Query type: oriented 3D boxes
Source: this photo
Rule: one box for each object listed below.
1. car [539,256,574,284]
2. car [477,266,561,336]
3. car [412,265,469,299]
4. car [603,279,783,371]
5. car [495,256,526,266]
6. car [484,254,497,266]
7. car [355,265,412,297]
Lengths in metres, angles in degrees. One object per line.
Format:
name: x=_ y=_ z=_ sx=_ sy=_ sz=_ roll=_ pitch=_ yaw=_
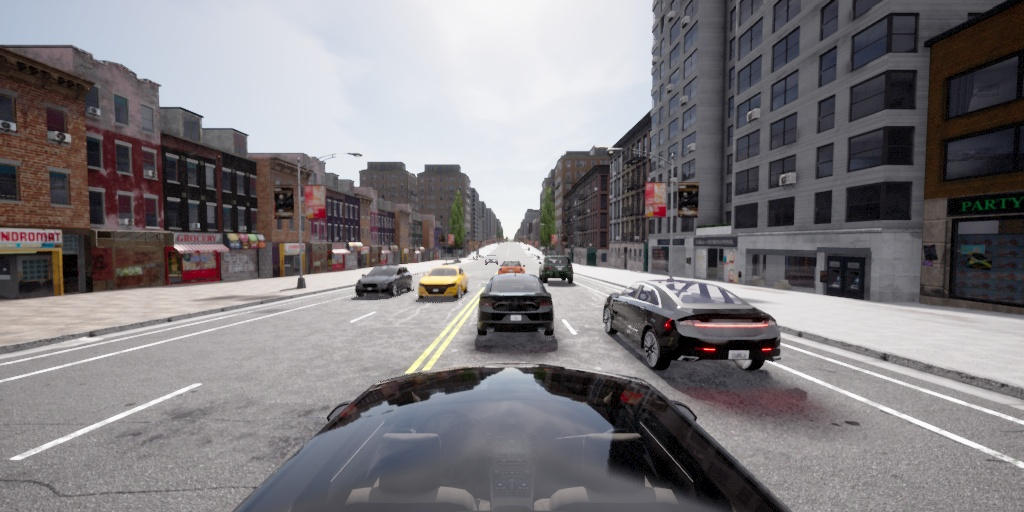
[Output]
car: x=3.312 y=0.994 z=27.537 sx=2.150 sy=2.045 sz=5.566 roll=0 pitch=0 yaw=0
car: x=0.086 y=1.233 z=10.479 sx=1.882 sy=1.535 sz=5.008 roll=0 pitch=0 yaw=0
car: x=-3.373 y=1.243 z=18.317 sx=1.882 sy=1.535 sz=5.008 roll=0 pitch=0 yaw=0
car: x=3.338 y=1.243 z=7.701 sx=2.128 sy=1.511 sz=4.902 roll=0 pitch=0 yaw=0
car: x=0.027 y=1.126 z=29.614 sx=2.097 sy=1.767 sz=4.553 roll=0 pitch=0 yaw=3
car: x=-3.331 y=0.608 z=58.783 sx=2.150 sy=2.045 sz=5.566 roll=0 pitch=0 yaw=0
car: x=-6.623 y=1.271 z=19.088 sx=1.837 sy=1.490 sz=4.892 roll=0 pitch=0 yaw=0
